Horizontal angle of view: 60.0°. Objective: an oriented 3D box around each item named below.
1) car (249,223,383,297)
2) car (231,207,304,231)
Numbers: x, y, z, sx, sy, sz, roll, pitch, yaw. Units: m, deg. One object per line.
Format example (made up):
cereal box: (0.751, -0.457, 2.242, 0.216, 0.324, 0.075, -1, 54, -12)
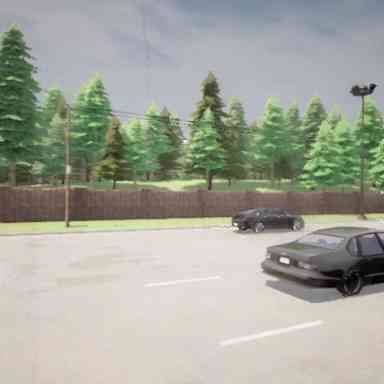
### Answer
car: (4.381, 1.647, 8.743, 5.357, 1.411, 2.033, 1, 0, -26)
car: (4.737, 1.688, 20.578, 4.892, 1.490, 1.837, 1, 0, -26)
